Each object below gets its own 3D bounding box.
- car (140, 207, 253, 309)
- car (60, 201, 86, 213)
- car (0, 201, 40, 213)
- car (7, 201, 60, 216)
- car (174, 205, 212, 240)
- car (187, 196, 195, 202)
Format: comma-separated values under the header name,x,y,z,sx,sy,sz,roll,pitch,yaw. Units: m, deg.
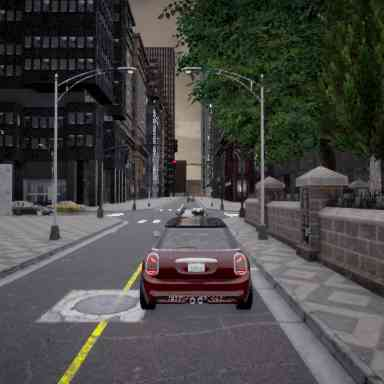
name,x,y,z,sx,sy,sz,roll,pitch,yaw
car,0.071,1.357,8.012,2.097,1.767,4.553,0,0,0
car,-14.902,1.675,38.570,4.829,1.417,1.752,0,-1,0
car,-20.245,1.707,38.581,4.403,1.369,2.008,0,-1,0
car,-14.741,1.517,30.046,4.403,1.369,2.008,0,-1,0
car,0.035,1.541,18.138,1.812,1.442,4.674,0,0,0
car,-0.279,1.725,81.310,1.812,1.442,4.674,0,0,0
